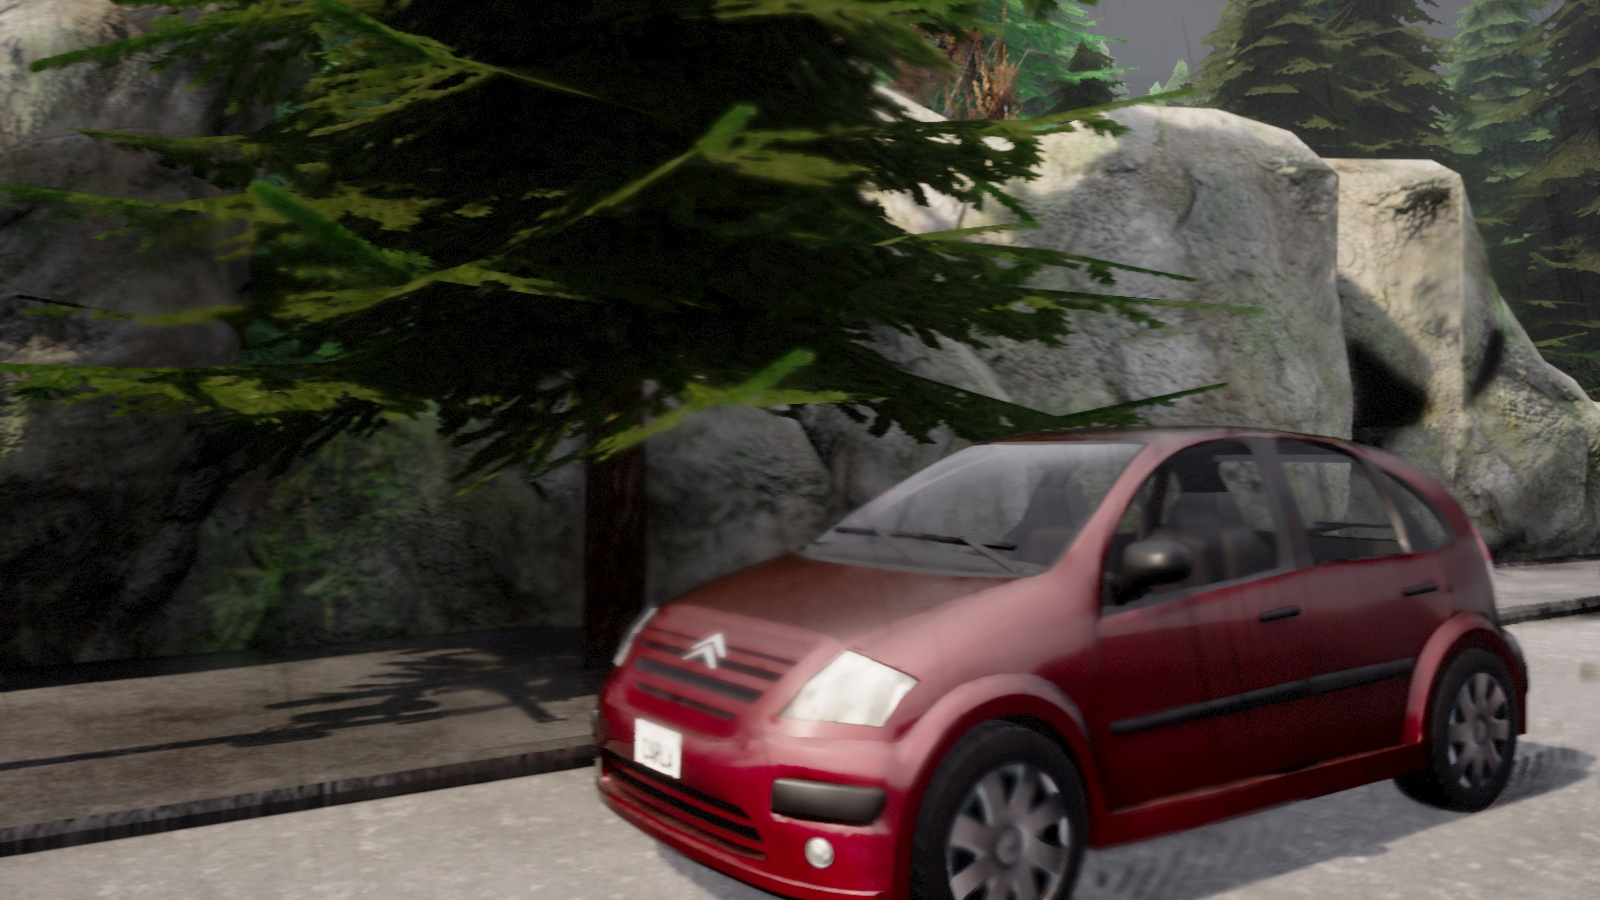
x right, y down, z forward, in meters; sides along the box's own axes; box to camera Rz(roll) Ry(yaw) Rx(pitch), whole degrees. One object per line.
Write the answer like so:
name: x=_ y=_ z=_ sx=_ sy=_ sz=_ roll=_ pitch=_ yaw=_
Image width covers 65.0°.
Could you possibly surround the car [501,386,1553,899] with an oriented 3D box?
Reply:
car: x=1.065 y=0.653 z=5.009 sx=3.988 sy=1.617 sz=1.851 roll=0 pitch=0 yaw=-35
